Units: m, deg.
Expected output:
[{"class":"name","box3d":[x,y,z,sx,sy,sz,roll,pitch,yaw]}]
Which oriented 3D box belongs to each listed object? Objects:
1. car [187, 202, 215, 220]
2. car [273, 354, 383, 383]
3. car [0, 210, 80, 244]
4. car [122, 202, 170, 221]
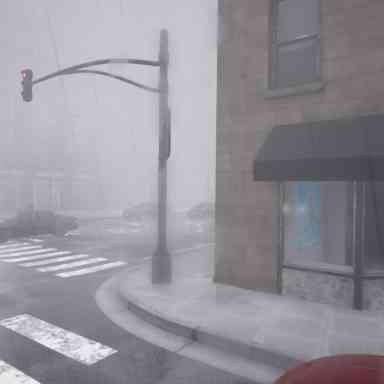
[{"class":"car","box3d":[1.447,1.710,30.635,1.837,1.490,4.892,1,0,35]},{"class":"car","box3d":[2.382,1.545,1.254,4.507,1.381,1.887,0,1,35]},{"class":"car","box3d":[-8.261,1.611,16.625,2.033,1.411,5.357,1,0,32]},{"class":"car","box3d":[-3.862,1.624,28.784,1.837,1.490,4.892,1,0,35]}]
